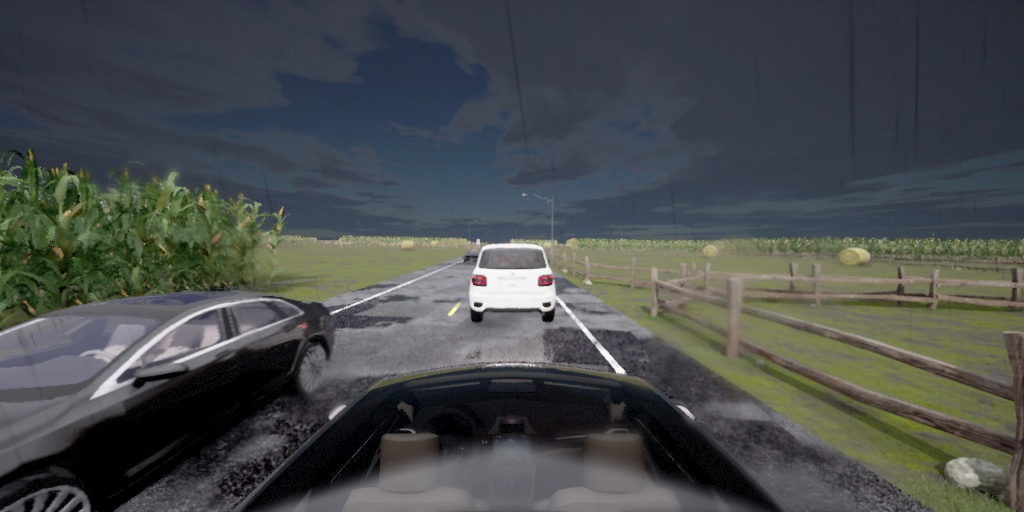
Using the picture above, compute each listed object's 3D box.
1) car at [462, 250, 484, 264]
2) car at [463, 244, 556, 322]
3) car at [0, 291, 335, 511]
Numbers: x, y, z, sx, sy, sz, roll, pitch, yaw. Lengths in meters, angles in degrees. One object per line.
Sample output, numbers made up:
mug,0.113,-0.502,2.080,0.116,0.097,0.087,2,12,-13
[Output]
car,-4.029,0.027,37.865,1.895,1.301,4.718,0,2,-1
car,0.016,0.640,10.880,2.150,2.045,5.566,0,2,0
car,-3.589,1.179,3.455,2.128,1.511,4.902,0,2,0
